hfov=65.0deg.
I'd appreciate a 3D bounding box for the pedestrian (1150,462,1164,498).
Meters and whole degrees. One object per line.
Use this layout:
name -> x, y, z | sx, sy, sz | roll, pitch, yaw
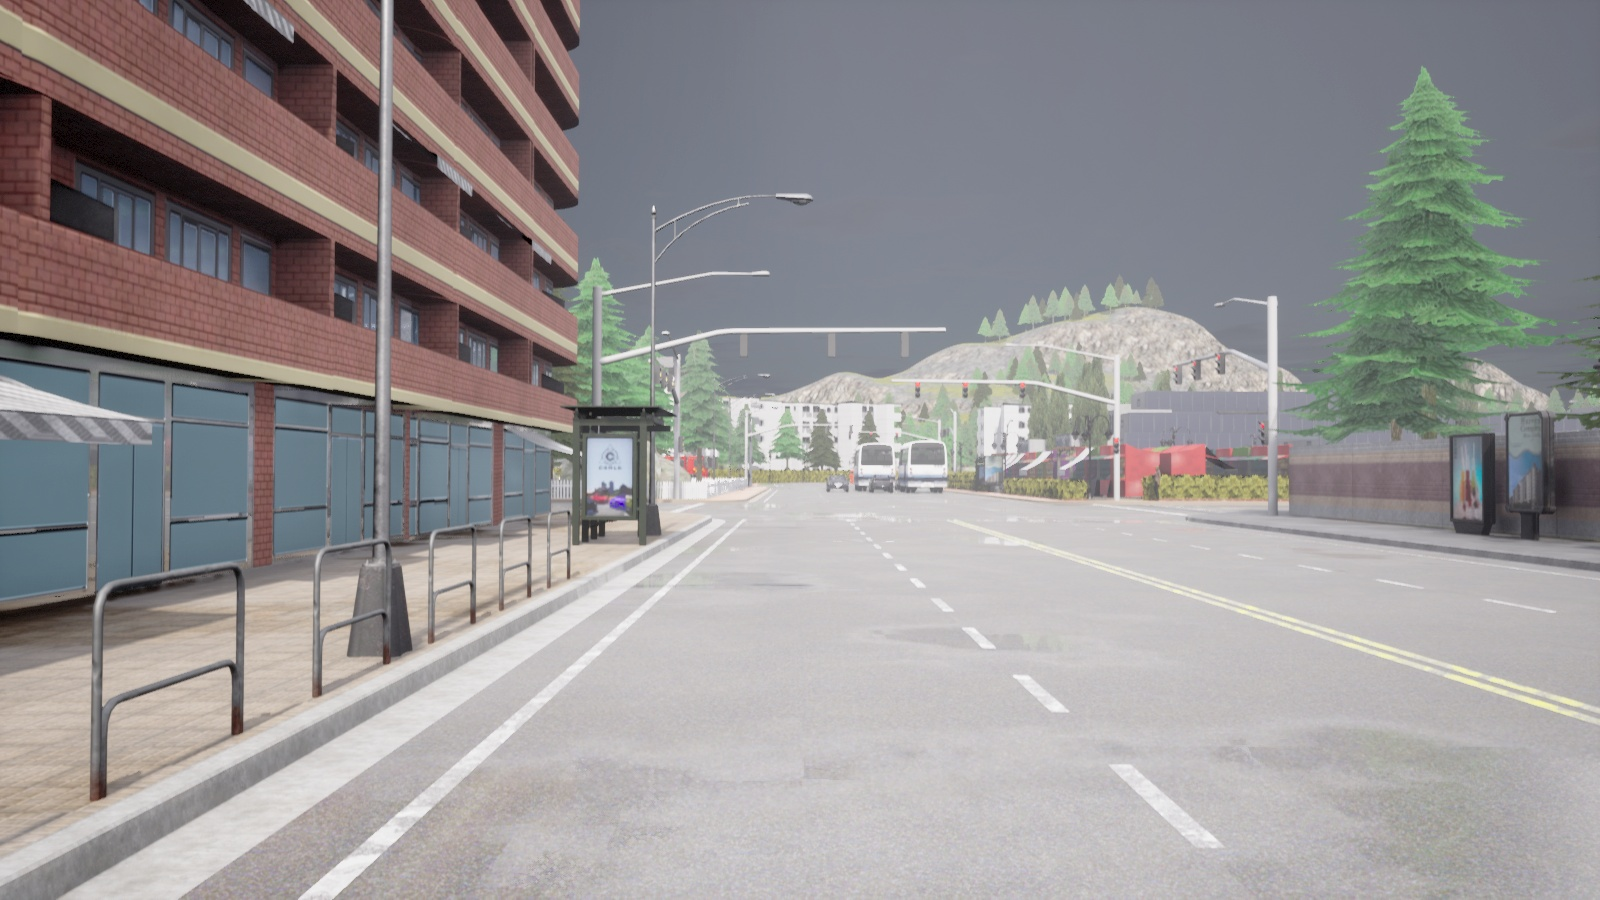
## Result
pedestrian -> 18.459, 1.534, 64.950 | 0.634, 1.846, 0.331 | 0, -1, 2
